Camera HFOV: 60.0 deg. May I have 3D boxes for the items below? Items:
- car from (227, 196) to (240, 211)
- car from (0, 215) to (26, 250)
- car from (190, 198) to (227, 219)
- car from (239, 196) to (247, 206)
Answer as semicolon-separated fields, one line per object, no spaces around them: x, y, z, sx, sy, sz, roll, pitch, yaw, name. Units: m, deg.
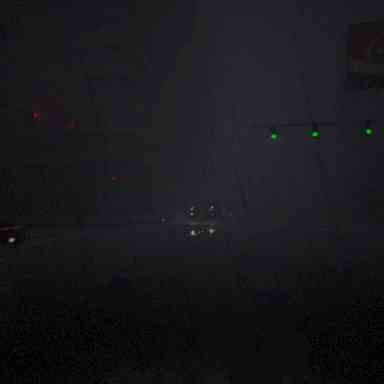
4.192;1.535;39.460;1.895;1.301;4.718;-1;0;15;car
-8.977;1.606;13.354;4.902;1.511;2.128;-1;0;23;car
1.315;1.327;28.714;2.097;1.767;4.553;-1;0;16;car
7.233;1.383;50.889;2.128;1.511;4.902;-1;0;15;car
